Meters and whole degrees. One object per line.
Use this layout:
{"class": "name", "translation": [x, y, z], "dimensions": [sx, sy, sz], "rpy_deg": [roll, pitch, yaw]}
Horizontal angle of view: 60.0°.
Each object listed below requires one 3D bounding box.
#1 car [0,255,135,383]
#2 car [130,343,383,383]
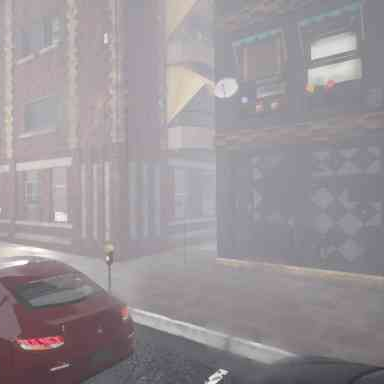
{"class": "car", "translation": [-2.633, 1.583, 4.720], "dimensions": [4.206, 1.307, 1.802], "rpy_deg": [0, -1, 35]}
{"class": "car", "translation": [1.975, 1.566, 1.439], "dimensions": [4.313, 1.339, 1.947], "rpy_deg": [0, -1, 35]}
